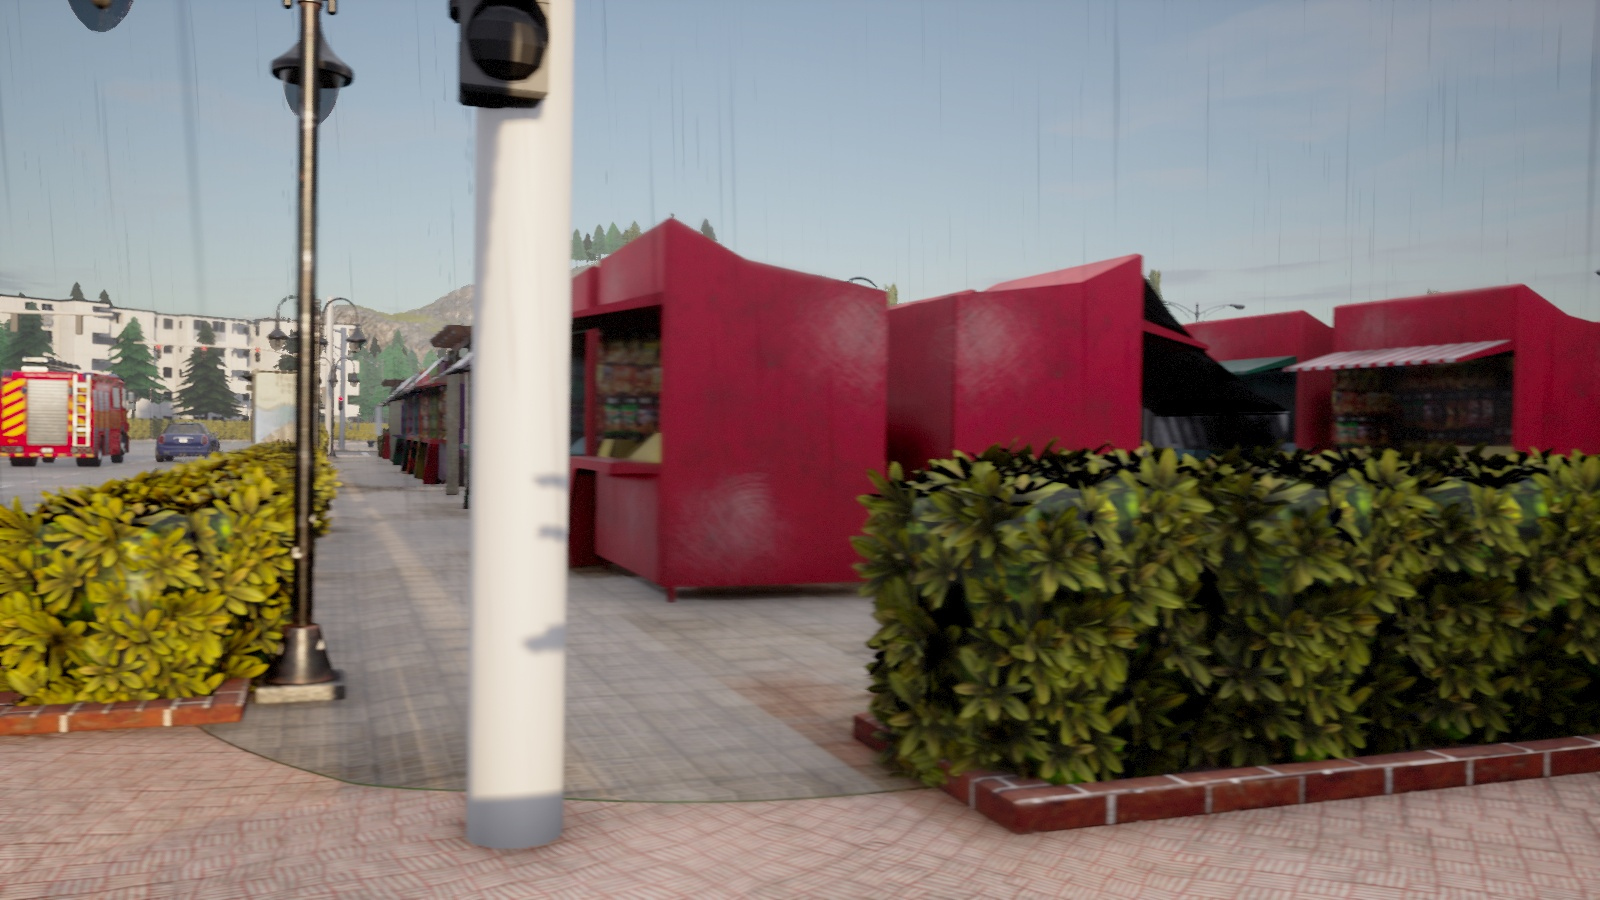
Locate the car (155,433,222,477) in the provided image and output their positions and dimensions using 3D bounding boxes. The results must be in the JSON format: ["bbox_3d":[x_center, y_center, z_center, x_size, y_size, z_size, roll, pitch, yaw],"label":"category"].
[{"bbox_3d":[-25.852,0.162,53.225,2.097,1.767,4.553,0,1,-20],"label":"car"}]

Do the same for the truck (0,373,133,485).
[{"bbox_3d":[-27.392,-0.782,47.293,2.891,3.827,8.468,0,1,-20],"label":"truck"}]
